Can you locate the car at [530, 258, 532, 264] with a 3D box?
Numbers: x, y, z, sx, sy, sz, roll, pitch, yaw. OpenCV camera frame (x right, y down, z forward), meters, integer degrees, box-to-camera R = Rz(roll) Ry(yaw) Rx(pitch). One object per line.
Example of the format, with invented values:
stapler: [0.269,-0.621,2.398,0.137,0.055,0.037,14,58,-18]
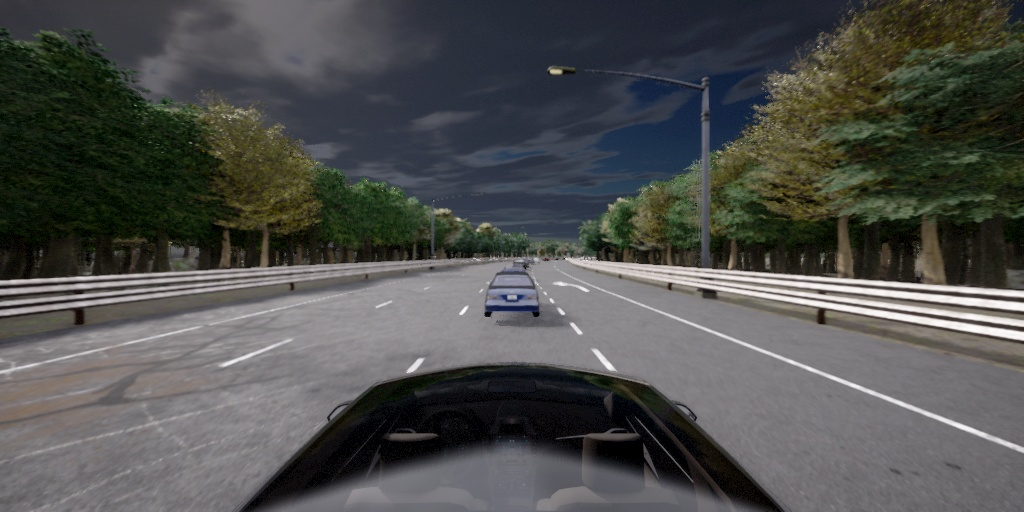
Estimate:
car: [1.960,1.216,59.806,1.812,1.442,4.674,0,0,5]

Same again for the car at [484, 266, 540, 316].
car: [0.004,1.282,13.248,2.033,1.411,5.357,0,0,0]

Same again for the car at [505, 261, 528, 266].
car: [0.197,1.315,30.274,1.895,1.301,4.718,0,0,2]

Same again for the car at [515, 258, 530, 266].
car: [1.154,1.170,49.770,1.882,1.535,5.008,0,0,4]
